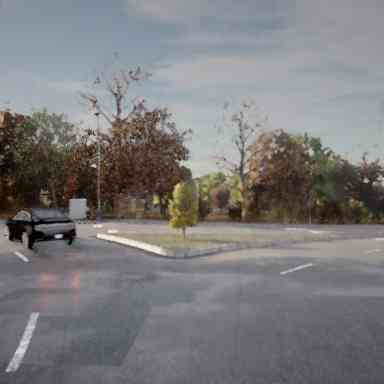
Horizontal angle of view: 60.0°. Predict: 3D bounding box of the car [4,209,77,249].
[{"bbox_3d":[-6.715,1.479,14.521,2.128,1.511,4.902,0,0,-42],"label":"car"}]
